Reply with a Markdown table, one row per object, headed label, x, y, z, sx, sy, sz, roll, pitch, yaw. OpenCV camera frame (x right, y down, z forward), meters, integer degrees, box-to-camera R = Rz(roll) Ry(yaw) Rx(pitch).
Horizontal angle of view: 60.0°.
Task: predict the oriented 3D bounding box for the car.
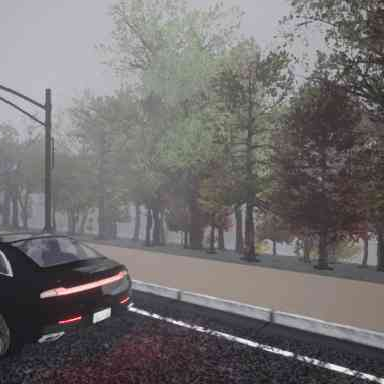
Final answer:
| label | x | y | z | sx | sy | sz | roll | pitch | yaw |
| --- | --- | --- | --- | --- | --- | --- | --- | --- | --- |
| car | -3.236 | 1.491 | 5.989 | 4.902 | 1.511 | 2.128 | 0 | 0 | 35 |
